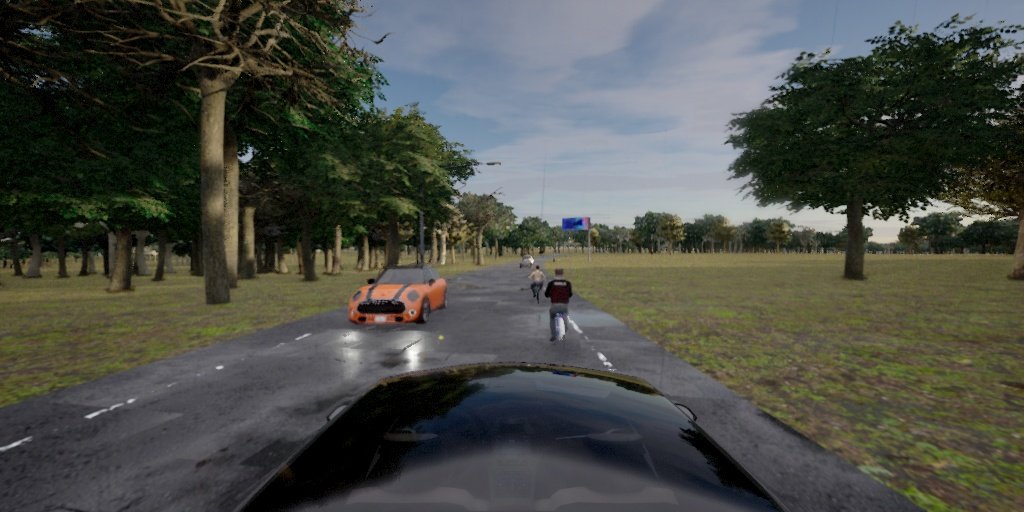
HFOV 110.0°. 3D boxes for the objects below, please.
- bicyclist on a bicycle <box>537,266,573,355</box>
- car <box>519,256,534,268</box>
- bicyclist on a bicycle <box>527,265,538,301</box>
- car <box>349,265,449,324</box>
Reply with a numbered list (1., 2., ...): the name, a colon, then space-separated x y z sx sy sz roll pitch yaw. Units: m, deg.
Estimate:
1. bicyclist on a bicycle: 1.003 1.126 7.828 0.659 1.776 1.843 0 0 0
2. car: 2.279 1.270 60.563 2.128 1.511 4.902 0 0 4
3. bicyclist on a bicycle: 1.095 1.203 15.521 0.866 1.612 1.509 0 1 1
4. car: -3.505 1.112 11.877 2.097 1.767 4.553 0 0 1
